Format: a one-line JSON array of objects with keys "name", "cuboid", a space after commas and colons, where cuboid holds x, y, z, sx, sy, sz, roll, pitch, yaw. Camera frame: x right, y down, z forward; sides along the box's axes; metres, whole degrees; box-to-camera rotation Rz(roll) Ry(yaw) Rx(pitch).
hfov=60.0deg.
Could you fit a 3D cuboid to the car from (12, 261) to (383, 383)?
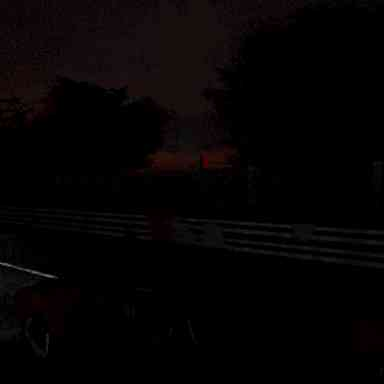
[{"name": "car", "cuboid": [-0.257, 1.585, 4.178, 4.718, 1.301, 1.895, 0, 0, 36]}]
